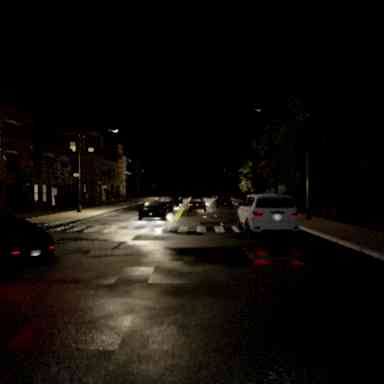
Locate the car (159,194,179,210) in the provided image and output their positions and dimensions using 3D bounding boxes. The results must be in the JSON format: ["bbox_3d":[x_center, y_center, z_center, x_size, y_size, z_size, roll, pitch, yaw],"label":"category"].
[{"bbox_3d":[-2.866,1.267,34.918,2.128,1.511,4.902,0,0,1],"label":"car"}]

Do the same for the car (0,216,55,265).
[{"bbox_3d":[-6.151,1.474,10.293,4.674,1.442,1.812,0,0,34],"label":"car"}]

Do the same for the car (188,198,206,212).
[{"bbox_3d":[0.569,1.307,35.694,2.033,1.411,5.357,0,0,1],"label":"car"}]

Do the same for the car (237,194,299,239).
[{"bbox_3d":[3.615,1.097,16.652,2.150,2.045,5.566,0,0,1],"label":"car"}]

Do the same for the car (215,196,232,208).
[{"bbox_3d":[3.878,1.190,41.218,1.882,1.535,5.008,0,0,1],"label":"car"}]

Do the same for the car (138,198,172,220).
[{"bbox_3d":[-2.970,1.397,26.140,1.994,1.385,4.181,0,0,1],"label":"car"}]

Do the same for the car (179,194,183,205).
[{"bbox_3d":[-2.699,1.277,44.379,1.994,1.385,4.181,0,0,1],"label":"car"}]
